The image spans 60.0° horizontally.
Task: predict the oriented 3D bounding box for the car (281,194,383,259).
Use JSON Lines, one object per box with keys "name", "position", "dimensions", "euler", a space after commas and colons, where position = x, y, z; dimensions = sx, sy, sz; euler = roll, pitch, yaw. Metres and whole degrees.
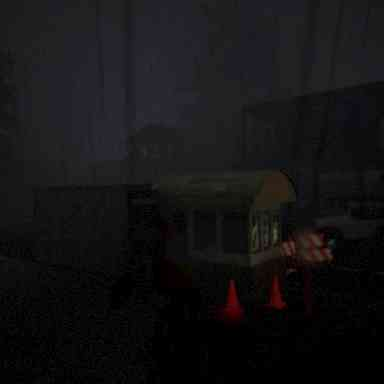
{"name": "car", "position": [4.971, 1.018, 10.933], "dimensions": [3.866, 1.878, 1.905], "euler": [0, 0, -19]}
